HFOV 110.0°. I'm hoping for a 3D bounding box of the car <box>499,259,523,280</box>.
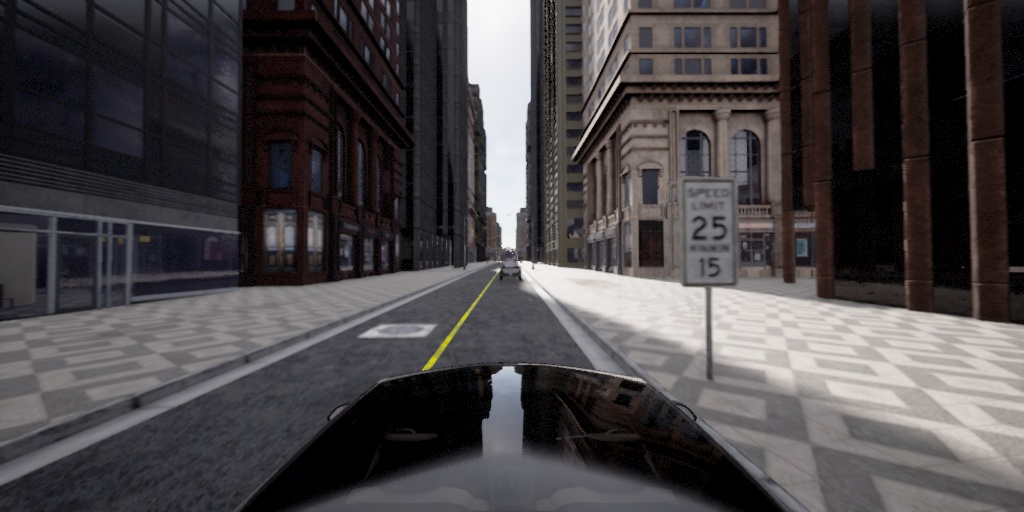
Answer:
[{"bbox_3d":[-0.109,1.262,31.147,2.128,1.511,4.902,0,0,0],"label":"car"}]
